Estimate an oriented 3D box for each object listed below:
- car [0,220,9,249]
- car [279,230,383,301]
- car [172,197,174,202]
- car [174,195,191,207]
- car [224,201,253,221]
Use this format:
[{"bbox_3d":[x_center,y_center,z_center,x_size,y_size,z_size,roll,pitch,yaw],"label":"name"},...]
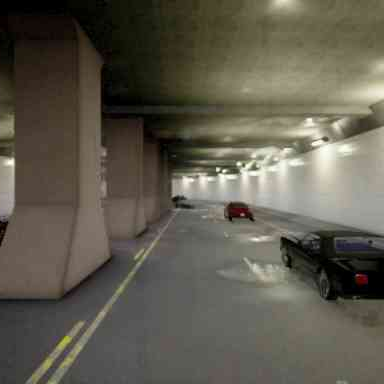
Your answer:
[{"bbox_3d":[-7.098,1.461,9.680,2.128,1.511,4.902,0,0,0],"label":"car"},{"bbox_3d":[3.601,1.575,8.178,1.895,1.301,4.718,0,0,0],"label":"car"},{"bbox_3d":[-2.476,1.293,64.259,2.128,1.511,4.902,0,0,-16],"label":"car"},{"bbox_3d":[-1.321,1.380,47.255,1.812,1.442,4.674,0,0,-3],"label":"car"},{"bbox_3d":[3.589,1.445,25.930,1.812,1.442,4.674,0,0,0],"label":"car"}]
